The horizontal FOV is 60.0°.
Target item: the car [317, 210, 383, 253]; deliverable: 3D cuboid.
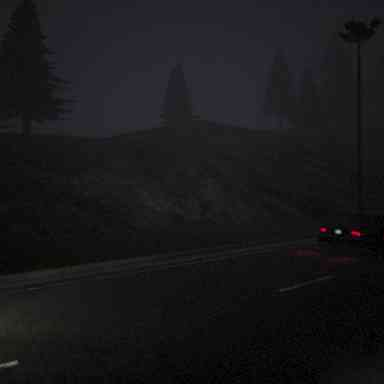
[{"bbox_3d":[7.216,1.448,13.283,5.357,1.411,2.033,-1,0,-36],"label":"car"}]
